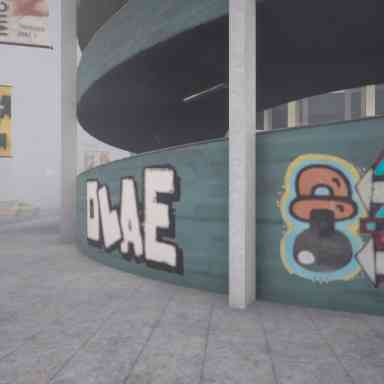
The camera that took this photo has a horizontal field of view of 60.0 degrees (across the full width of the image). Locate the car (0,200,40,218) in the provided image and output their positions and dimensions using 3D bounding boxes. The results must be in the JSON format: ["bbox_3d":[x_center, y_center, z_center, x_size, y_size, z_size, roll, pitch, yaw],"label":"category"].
[{"bbox_3d":[-15.662,1.460,29.907,1.801,1.575,5.366,0,0,4],"label":"car"}]
